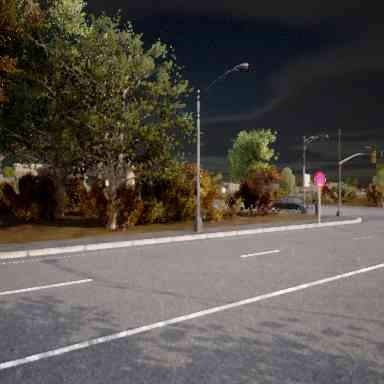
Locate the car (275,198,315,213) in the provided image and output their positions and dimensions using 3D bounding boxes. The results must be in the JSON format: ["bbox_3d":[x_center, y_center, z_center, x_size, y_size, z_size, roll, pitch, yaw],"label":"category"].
[{"bbox_3d":[11.537,1.418,37.665,1.837,1.490,4.892,0,1,-32],"label":"car"}]
